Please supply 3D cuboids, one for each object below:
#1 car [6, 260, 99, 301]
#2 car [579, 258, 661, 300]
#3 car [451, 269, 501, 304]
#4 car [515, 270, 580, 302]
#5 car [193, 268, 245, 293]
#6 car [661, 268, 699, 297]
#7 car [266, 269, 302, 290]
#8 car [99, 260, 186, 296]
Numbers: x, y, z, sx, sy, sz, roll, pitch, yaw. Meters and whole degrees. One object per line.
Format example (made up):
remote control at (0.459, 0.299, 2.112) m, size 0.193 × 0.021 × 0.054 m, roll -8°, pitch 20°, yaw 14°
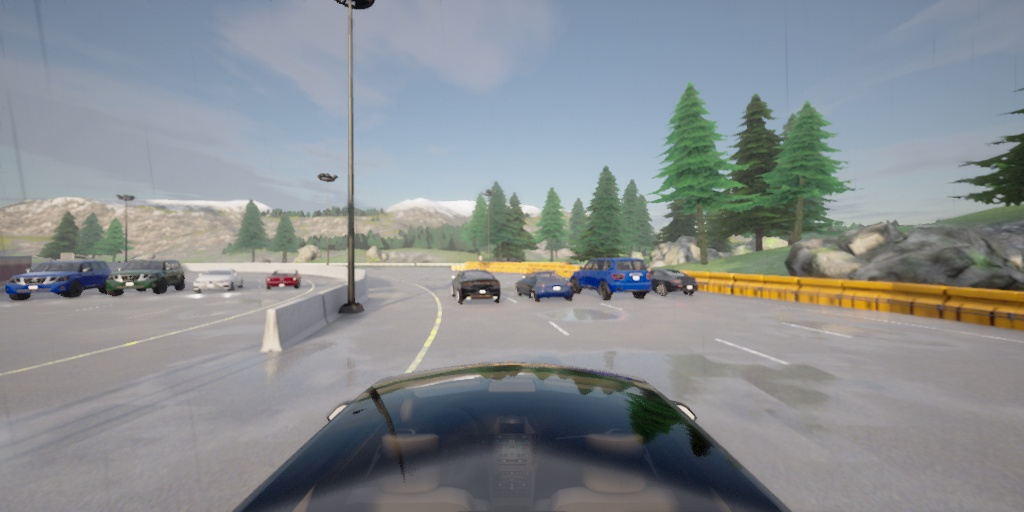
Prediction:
car at (-25.326, 1.268, 20.453) m, size 2.150 × 2.045 × 5.566 m, roll -1°, pitch -1°, yaw -28°
car at (5.024, 1.113, 18.992) m, size 2.150 × 2.045 × 5.566 m, roll 0°, pitch 0°, yaw -14°
car at (-1.896, 1.387, 17.733) m, size 1.882 × 1.535 × 5.008 m, roll 0°, pitch 0°, yaw -15°
car at (1.549, 1.470, 18.400) m, size 1.994 × 1.385 × 4.181 m, roll 0°, pitch 0°, yaw -15°
car at (-18.987, 1.541, 23.416) m, size 1.812 × 1.442 × 4.674 m, roll 0°, pitch -1°, yaw -27°
car at (8.324, 1.414, 20.192) m, size 1.812 × 1.442 × 4.674 m, roll 0°, pitch 0°, yaw -15°
car at (-15.998, 1.623, 25.290) m, size 1.895 × 1.301 × 4.718 m, roll 0°, pitch -1°, yaw -28°
car at (-22.234, 1.240, 22.089) m, size 2.150 × 2.045 × 5.566 m, roll -1°, pitch -1°, yaw -28°
